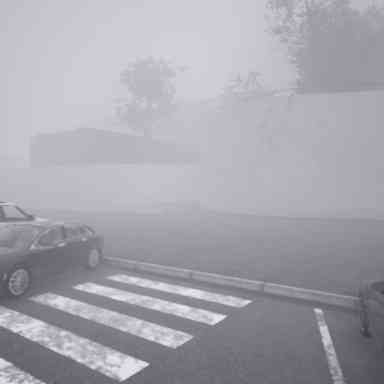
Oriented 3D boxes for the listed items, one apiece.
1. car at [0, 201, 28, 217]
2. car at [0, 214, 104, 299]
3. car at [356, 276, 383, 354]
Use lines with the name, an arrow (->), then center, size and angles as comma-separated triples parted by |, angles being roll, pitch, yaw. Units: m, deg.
car -> -6.574, 1.299, 10.513 | 2.435, 2.045, 5.566 | 0, -1, 15
car -> -4.139, 1.533, 8.755 | 2.231, 1.521, 4.892 | 0, -1, 15
car -> 3.135, 1.530, 3.556 | 2.002, 1.452, 4.674 | 0, -1, 15
